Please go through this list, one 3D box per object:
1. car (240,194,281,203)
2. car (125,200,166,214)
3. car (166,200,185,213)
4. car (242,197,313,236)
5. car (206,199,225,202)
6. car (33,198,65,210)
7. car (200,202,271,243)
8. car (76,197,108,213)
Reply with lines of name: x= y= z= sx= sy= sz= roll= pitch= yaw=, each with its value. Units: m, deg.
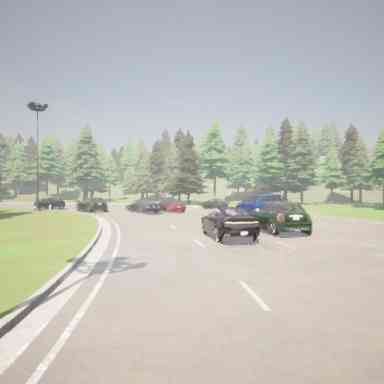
car: x=5.772 y=1.220 z=28.550 sx=2.150 sy=2.045 sz=5.566 roll=0 pitch=0 yaw=-17
car: x=-5.329 y=1.546 z=35.858 sx=2.033 sy=1.411 sz=5.357 roll=0 pitch=0 yaw=-35
car: x=-2.518 y=1.563 z=37.481 sx=1.994 sy=1.385 sz=4.181 roll=0 pitch=0 yaw=-33
car: x=4.755 y=1.352 z=18.694 sx=2.097 sy=1.767 sz=4.553 roll=0 pitch=0 yaw=-12
car: x=2.868 y=1.564 z=42.385 sx=1.994 sy=1.385 sz=4.181 roll=0 pitch=0 yaw=-34
car: x=-18.846 y=1.505 z=43.895 sx=4.892 sy=1.490 sz=1.837 roll=0 pitch=0 yaw=30
car: x=1.721 y=1.492 z=16.242 sx=2.128 sy=1.511 sz=4.902 roll=0 pitch=0 yaw=-11
car: x=-11.331 y=1.352 z=37.471 sx=2.097 sy=1.767 sz=4.553 roll=0 pitch=0 yaw=-41
